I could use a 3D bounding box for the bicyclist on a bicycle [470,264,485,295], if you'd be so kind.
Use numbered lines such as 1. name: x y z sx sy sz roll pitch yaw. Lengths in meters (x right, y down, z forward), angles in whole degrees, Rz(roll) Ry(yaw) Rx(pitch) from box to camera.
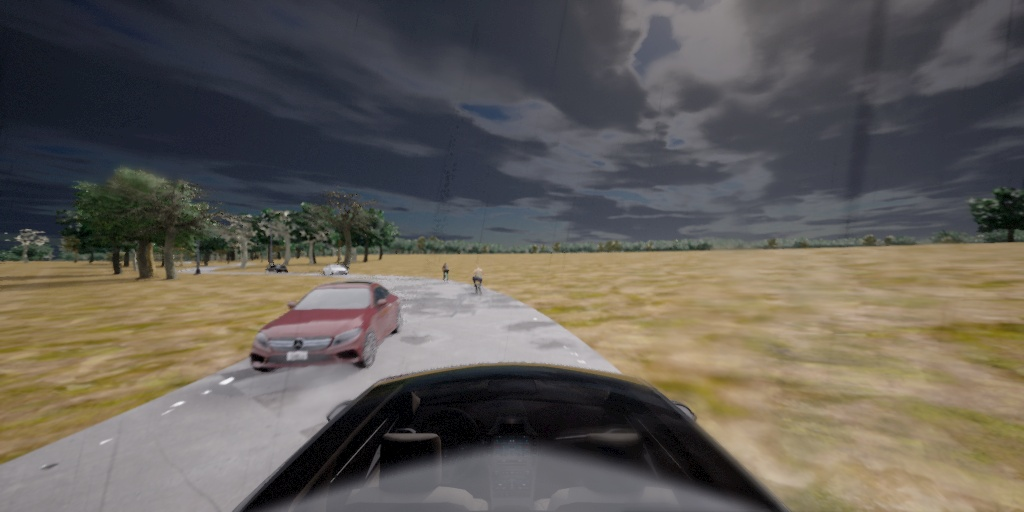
1. bicyclist on a bicycle: -1.825 1.231 19.086 0.866 1.612 1.509 0 0 -16

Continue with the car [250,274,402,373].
1. car: -3.657 1.311 7.941 1.812 1.442 4.674 0 0 -7

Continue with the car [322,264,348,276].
1. car: -22.635 1.798 45.853 4.674 1.442 1.812 -2 -2 44

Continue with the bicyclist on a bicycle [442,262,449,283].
1. bicyclist on a bicycle: -5.208 1.326 28.178 0.582 1.620 1.656 0 -1 -24
